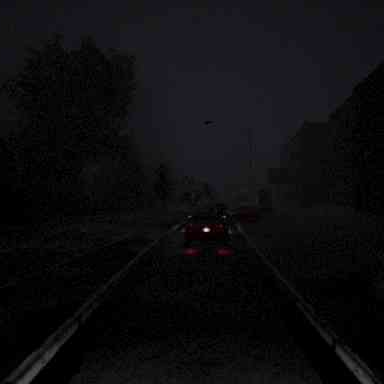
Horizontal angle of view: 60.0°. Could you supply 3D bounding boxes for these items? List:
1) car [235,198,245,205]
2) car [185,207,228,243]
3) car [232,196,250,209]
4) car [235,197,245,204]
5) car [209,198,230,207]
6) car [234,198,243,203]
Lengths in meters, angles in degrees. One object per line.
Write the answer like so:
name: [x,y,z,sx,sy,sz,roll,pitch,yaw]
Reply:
car: [11.038,2.146,76.564,2.231,1.521,4.892,0,-1,8]
car: [0.756,1.628,16.417,1.994,1.385,4.181,0,0,4]
car: [9.586,1.790,65.605,2.435,2.045,5.566,0,-1,8]
car: [11.764,2.070,82.044,2.185,1.767,4.553,1,0,7]
car: [2.810,1.763,36.644,2.128,1.511,4.902,0,-1,7]
car: [12.958,2.326,93.287,2.163,1.488,4.792,0,-1,6]
